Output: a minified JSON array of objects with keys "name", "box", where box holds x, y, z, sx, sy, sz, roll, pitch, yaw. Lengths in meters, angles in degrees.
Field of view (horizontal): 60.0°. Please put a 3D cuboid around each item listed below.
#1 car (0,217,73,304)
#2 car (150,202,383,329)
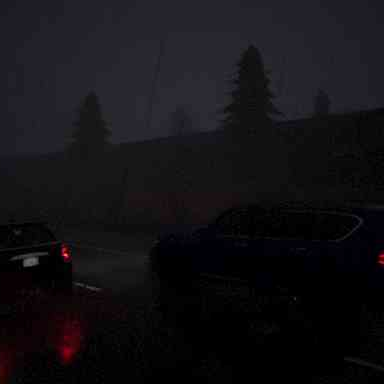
[{"name":"car","box":[-4.789,1.358,7.602,4.553,1.767,2.097,0,0,36]},{"name":"car","box":[1.616,1.235,7.209,5.566,2.045,2.150,0,0,36]}]
